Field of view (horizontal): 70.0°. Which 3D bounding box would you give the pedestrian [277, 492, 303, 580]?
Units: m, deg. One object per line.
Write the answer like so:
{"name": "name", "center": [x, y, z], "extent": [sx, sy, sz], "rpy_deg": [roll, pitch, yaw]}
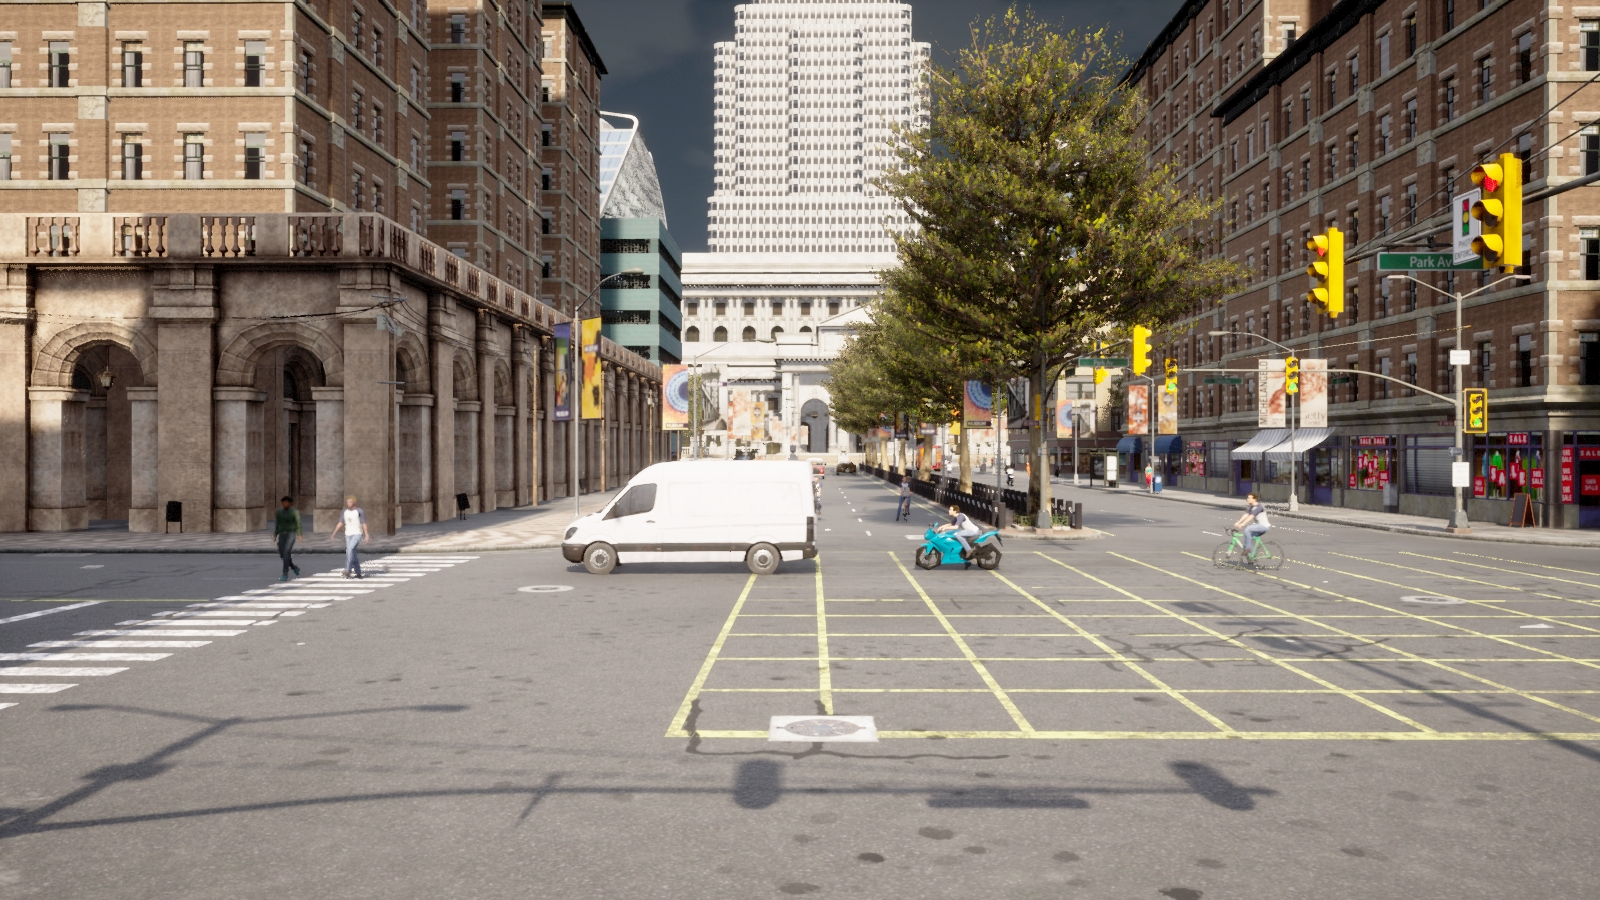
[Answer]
{"name": "pedestrian", "center": [-10.961, 1.848, 24.550], "extent": [0.375, 1.860, 0.375], "rpy_deg": [0, 0, 1]}

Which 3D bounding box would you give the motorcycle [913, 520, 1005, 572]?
{"name": "motorcycle", "center": [3.672, 2.213, 26.507], "extent": [2.033, 1.145, 0.803], "rpy_deg": [0, 0, 0]}

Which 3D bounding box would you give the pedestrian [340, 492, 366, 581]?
{"name": "pedestrian", "center": [-9.607, 1.849, 24.541], "extent": [0.375, 1.860, 0.375], "rpy_deg": [0, 0, 12]}

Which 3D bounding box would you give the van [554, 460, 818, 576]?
{"name": "van", "center": [-2.545, 1.535, 26.561], "extent": [5.915, 2.561, 1.988], "rpy_deg": [0, 0, 0]}
